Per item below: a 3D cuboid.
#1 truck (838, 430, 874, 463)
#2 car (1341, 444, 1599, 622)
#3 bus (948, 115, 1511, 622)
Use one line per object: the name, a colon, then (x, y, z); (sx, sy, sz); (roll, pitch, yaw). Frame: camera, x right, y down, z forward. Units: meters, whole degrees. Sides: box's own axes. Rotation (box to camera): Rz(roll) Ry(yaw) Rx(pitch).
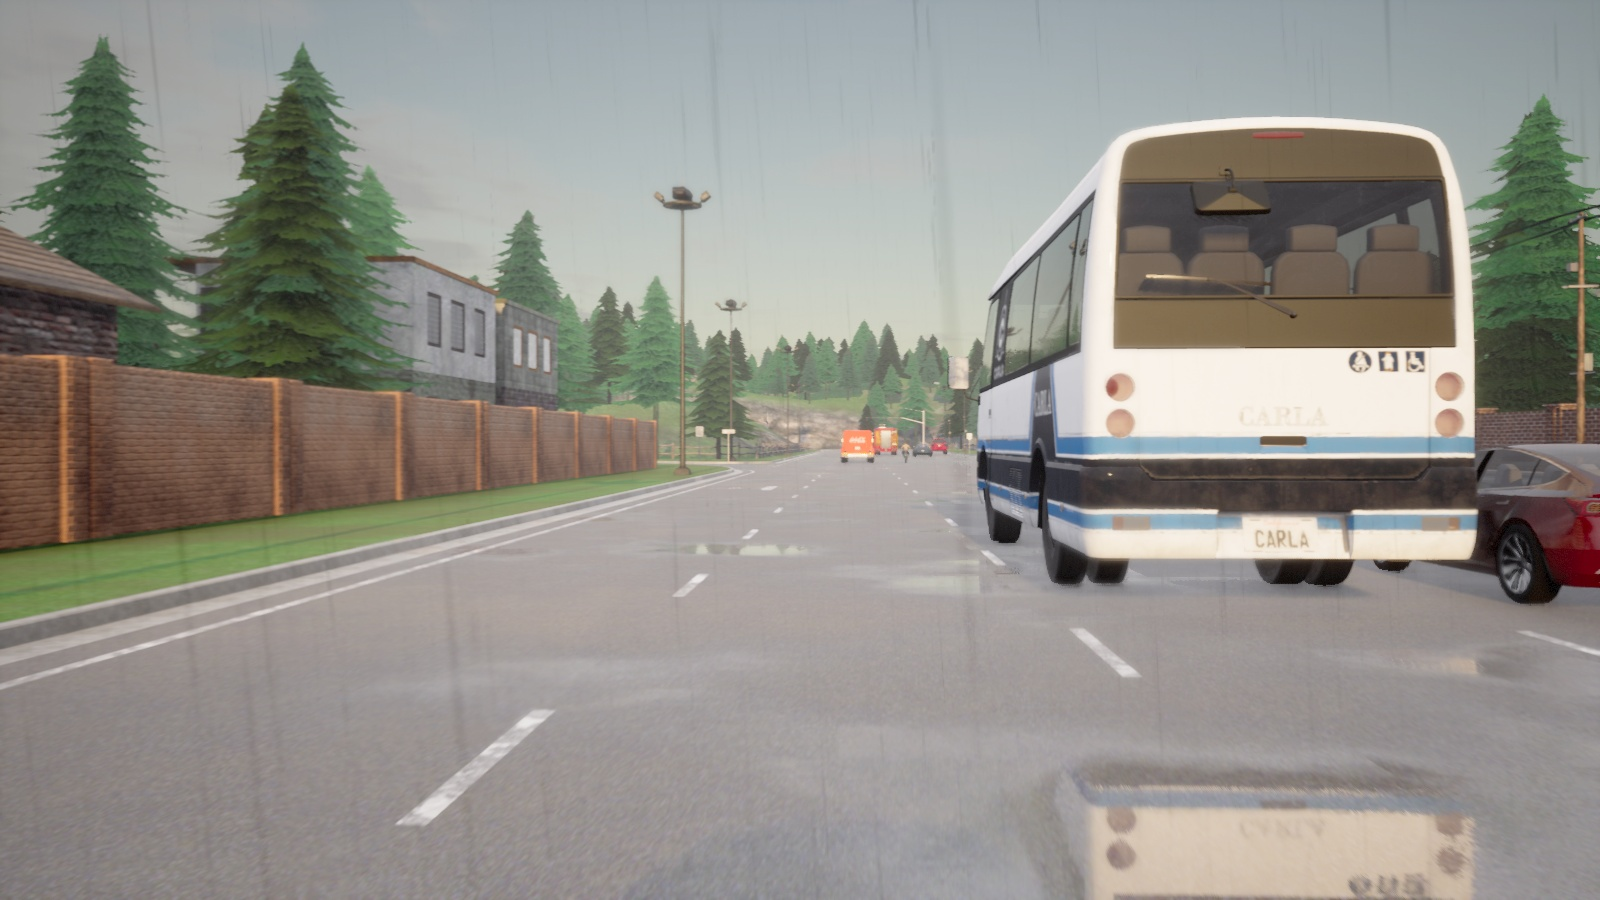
truck: (4.295, -0.273, 96.270); (2.627, 2.467, 5.204); (0, 1, 2)
car: (7.585, 0.683, 12.893); (2.163, 1.488, 4.792); (0, 0, 3)
bus: (4.211, -0.713, 15.752); (3.944, 4.253, 10.273); (0, 0, 3)
